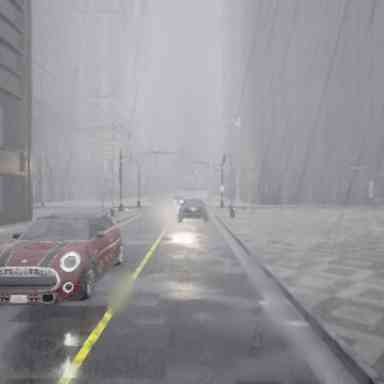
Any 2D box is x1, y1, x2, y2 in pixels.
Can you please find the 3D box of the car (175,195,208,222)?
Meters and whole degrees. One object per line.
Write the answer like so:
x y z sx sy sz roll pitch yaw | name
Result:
0.073 1.224 24.880 2.097 1.767 4.553 0 0 0 | car

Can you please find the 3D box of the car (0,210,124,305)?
-3.099 1.309 8.200 2.097 1.767 4.553 0 0 0 | car

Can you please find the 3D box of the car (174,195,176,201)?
-3.014 1.222 73.782 1.895 1.301 4.718 0 0 0 | car
